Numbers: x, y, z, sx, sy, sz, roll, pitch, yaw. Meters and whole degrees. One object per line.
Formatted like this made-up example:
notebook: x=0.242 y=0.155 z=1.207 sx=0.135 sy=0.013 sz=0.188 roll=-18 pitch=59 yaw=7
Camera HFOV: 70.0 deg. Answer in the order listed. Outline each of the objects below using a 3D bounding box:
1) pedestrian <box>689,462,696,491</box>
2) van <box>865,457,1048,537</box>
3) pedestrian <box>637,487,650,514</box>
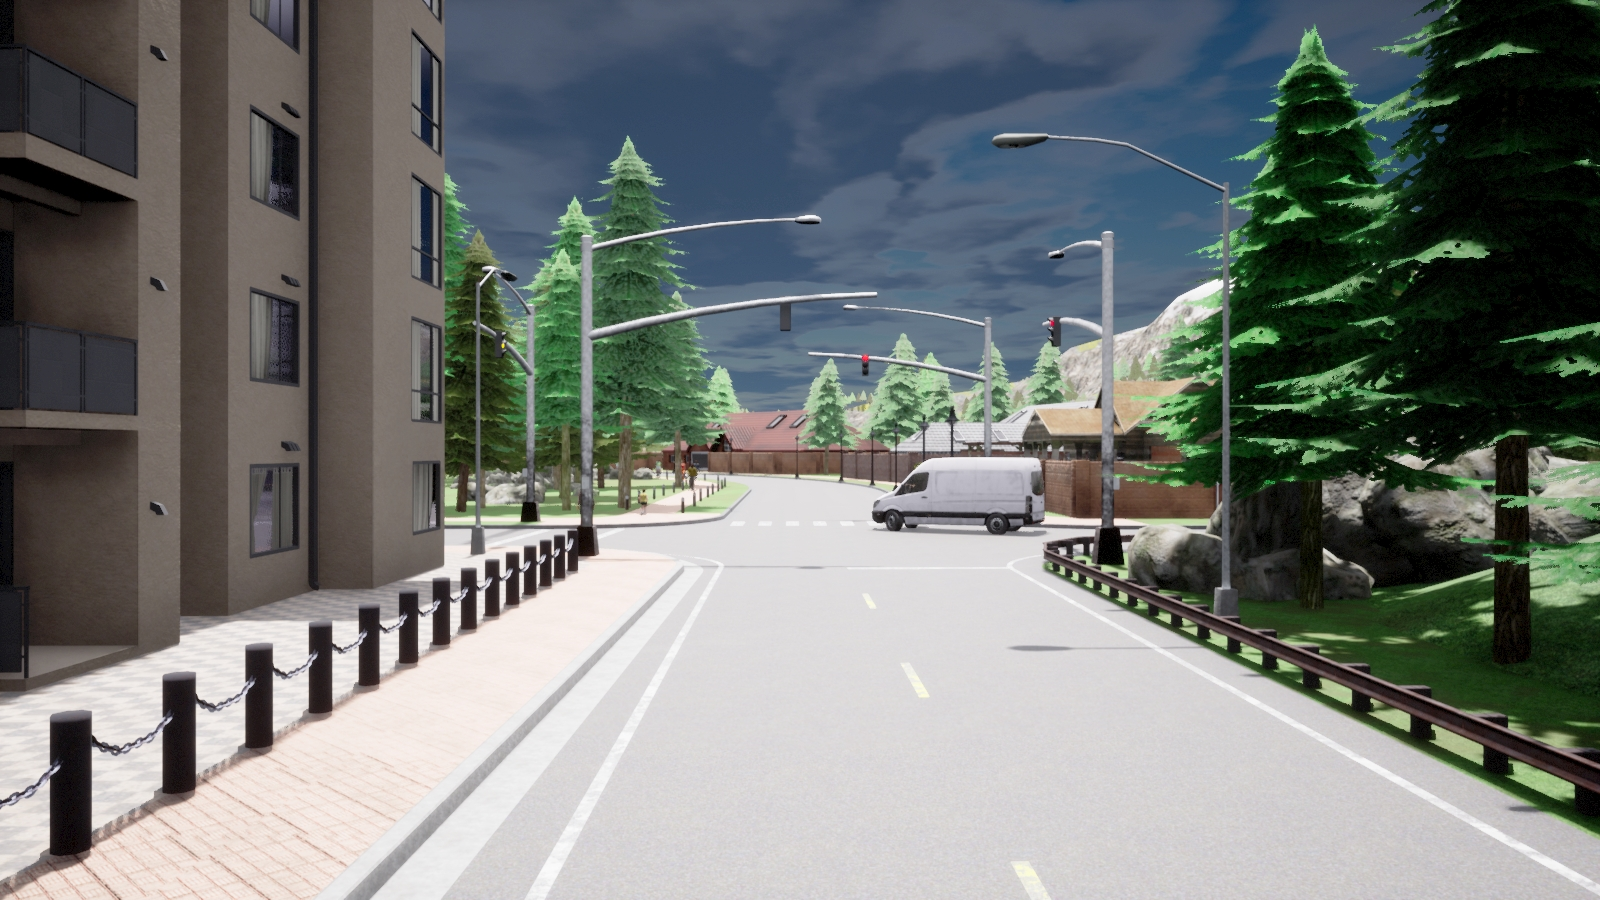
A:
pedestrian: x=-6.942 y=1.708 z=73.678 sx=0.375 sy=1.860 sz=0.375 roll=0 pitch=0 yaw=-1
van: x=5.356 y=1.532 z=39.366 sx=5.915 sy=2.561 sz=1.988 roll=0 pitch=0 yaw=26
pedestrian: x=-6.410 y=2.072 z=46.875 sx=0.500 sy=1.100 sz=0.500 roll=0 pitch=0 yaw=-2
